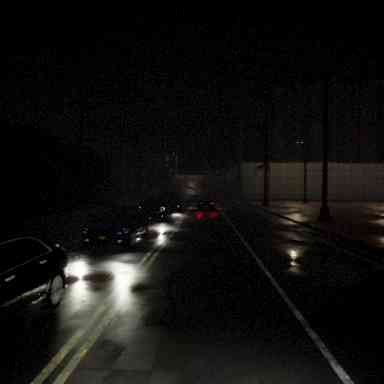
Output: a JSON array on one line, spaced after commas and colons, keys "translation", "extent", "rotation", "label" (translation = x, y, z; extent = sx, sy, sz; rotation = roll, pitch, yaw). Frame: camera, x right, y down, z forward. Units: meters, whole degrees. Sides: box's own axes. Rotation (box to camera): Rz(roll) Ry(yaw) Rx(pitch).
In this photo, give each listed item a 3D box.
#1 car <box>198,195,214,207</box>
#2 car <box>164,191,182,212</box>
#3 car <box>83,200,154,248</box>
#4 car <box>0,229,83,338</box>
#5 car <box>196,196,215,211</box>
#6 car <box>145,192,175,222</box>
[{"translation": [1.876, 1.177, 45.016], "extent": [2.033, 1.411, 5.357], "rotation": [1, 0, 2], "label": "car"}, {"translation": [-2.198, 0.906, 34.336], "extent": [2.150, 2.045, 5.566], "rotation": [1, 0, 1], "label": "car"}, {"translation": [-3.074, 1.327, 14.230], "extent": [1.882, 1.535, 5.008], "rotation": [1, 1, 2], "label": "car"}, {"translation": [-3.459, 1.431, 4.835], "extent": [1.837, 1.490, 4.892], "rotation": [1, 1, 2], "label": "car"}, {"translation": [1.475, 1.237, 35.077], "extent": [1.812, 1.442, 4.674], "rotation": [1, 0, 2], "label": "car"}, {"translation": [-2.663, 1.120, 24.046], "extent": [2.097, 1.767, 4.553], "rotation": [1, 0, 3], "label": "car"}]
